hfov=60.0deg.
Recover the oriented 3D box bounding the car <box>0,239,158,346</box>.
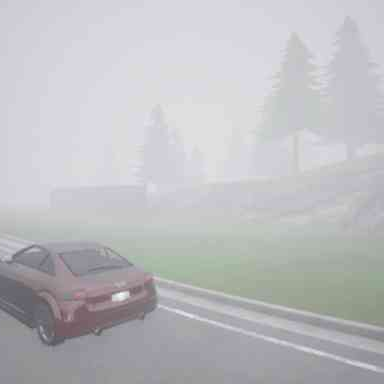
[{"bbox_3d":[-2.598,1.642,6.619,4.181,1.385,1.994,-1,-1,43],"label":"car"}]
